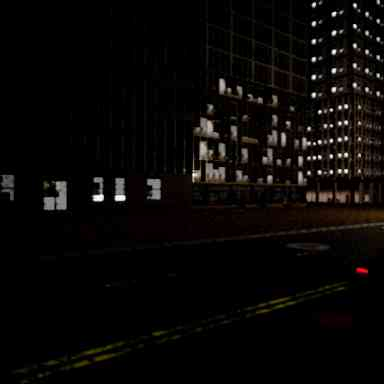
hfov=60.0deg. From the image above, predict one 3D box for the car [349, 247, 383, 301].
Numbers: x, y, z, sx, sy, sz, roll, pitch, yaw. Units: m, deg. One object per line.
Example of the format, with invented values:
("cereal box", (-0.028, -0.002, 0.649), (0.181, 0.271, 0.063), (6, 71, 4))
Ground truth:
("car", (5.688, 1.624, 7.489), (5.357, 1.411, 2.033), (1, 0, -36))
